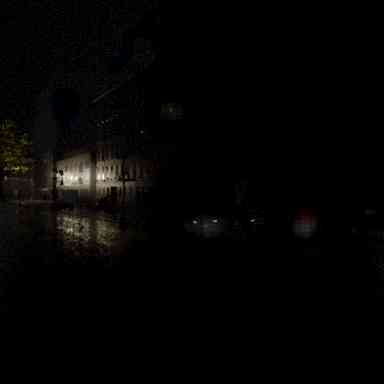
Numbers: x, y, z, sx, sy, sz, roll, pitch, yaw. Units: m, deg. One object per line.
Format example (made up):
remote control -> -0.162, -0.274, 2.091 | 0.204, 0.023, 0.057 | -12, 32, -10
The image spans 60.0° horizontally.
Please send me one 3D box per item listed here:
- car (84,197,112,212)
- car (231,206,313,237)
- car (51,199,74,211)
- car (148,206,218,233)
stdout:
car -> -11.461, 1.415, 40.241 | 2.097, 1.767, 4.553 | 0, 0, -36
car -> 4.218, 1.525, 18.382 | 1.837, 1.490, 4.892 | 0, 0, -36
car -> -16.650, 1.600, 42.549 | 2.033, 1.411, 5.357 | 0, 0, -35
car -> -0.721, 1.556, 20.198 | 2.033, 1.411, 5.357 | 0, 0, -36
